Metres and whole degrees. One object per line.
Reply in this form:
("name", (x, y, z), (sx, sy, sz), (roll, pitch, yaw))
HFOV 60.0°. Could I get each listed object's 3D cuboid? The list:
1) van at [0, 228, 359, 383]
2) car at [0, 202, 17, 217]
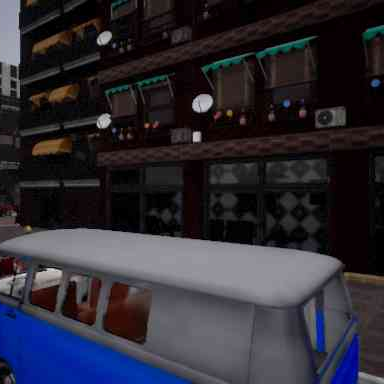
("van", (-0.528, 1.340, 3.248), (3.998, 1.788, 1.690), (0, 0, 35))
("car", (-20.664, 1.759, 33.996), (1.967, 1.590, 4.097), (-1, -2, 35))
